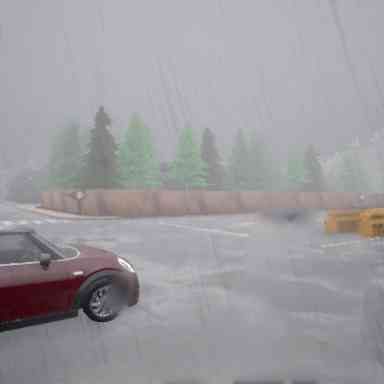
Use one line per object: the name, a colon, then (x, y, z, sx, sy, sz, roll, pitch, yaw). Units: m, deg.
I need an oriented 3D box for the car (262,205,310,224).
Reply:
car: (7.539, 1.741, 26.547, 4.181, 1.385, 1.994, 1, 0, -35)

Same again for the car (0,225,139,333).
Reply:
car: (-3.218, 1.356, 5.749, 4.553, 1.767, 2.097, 1, 0, -35)

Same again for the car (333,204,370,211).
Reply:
car: (15.768, 1.862, 32.408, 4.718, 1.301, 1.895, 1, 0, -35)
